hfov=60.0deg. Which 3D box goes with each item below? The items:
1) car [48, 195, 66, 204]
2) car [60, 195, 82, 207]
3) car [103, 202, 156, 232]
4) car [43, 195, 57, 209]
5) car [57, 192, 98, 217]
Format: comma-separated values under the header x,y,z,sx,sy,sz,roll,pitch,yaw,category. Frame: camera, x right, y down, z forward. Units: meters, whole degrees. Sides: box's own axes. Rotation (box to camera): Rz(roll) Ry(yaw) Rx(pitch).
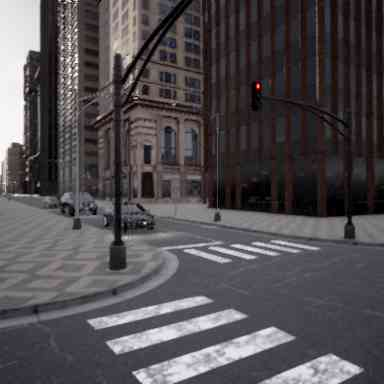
x,y,z,sx,sy,sz,roll,pitch,yaw,category
-22.190,1.190,54.592,1.994,1.385,4.181,0,0,-32,car
-16.837,1.197,46.218,1.837,1.490,4.892,0,0,-32,car
-3.786,1.402,19.698,1.837,1.490,4.892,0,0,-32,car
-16.633,1.222,40.050,1.837,1.490,4.892,0,1,-32,car
-10.173,1.031,29.795,2.150,2.045,5.566,0,0,-32,car
